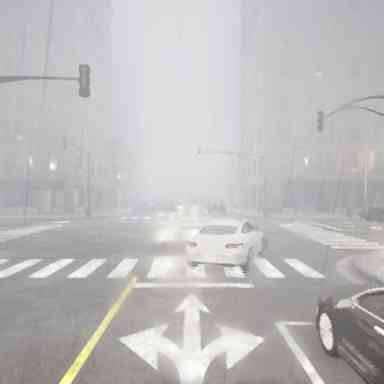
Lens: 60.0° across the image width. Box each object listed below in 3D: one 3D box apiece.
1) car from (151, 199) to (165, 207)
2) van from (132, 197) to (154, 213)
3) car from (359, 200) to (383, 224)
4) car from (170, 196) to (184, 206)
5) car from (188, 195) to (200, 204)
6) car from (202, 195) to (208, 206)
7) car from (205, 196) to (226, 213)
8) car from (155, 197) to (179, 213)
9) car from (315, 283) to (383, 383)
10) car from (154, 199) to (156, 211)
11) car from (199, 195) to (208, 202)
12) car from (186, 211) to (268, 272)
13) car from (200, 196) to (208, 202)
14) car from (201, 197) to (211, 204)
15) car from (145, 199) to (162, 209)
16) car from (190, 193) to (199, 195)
[{"bbox_3d":[-5.630,1.779,54.986,1.802,1.307,4.206,0,0,0],"label":"car"},{"bbox_3d":[-5.708,1.477,37.982,1.690,1.788,3.998,0,0,0],"label":"van"},{"bbox_3d":[15.825,1.327,25.280,5.566,2.045,2.150,0,0,0],"label":"car"},{"bbox_3d":[-2.749,1.821,61.569,1.895,1.301,4.718,0,0,0],"label":"car"},{"bbox_3d":[0.291,1.795,68.349,1.994,1.385,4.181,0,0,0],"label":"car"},{"bbox_3d":[2.869,1.617,49.283,1.967,1.590,4.097,0,0,0],"label":"car"},{"bbox_3d":[2.817,1.576,37.945,1.967,1.590,4.097,0,0,0],"label":"car"},{"bbox_3d":[-2.928,1.649,40.076,1.837,1.490,4.892,0,0,0],"label":"car"},{"bbox_3d":[2.668,1.563,3.295,2.008,1.369,4.403,0,0,0],"label":"car"},{"bbox_3d":[-5.682,1.597,43.650,1.967,1.590,4.097,0,0,0],"label":"car"},{"bbox_3d":[3.052,1.622,88.967,2.192,1.841,5.009,0,0,0],"label":"car"},{"bbox_3d":[1.246,1.567,10.944,1.812,1.442,4.674,-1,0,19],"label":"car"},{"bbox_3d":[3.026,1.730,83.298,1.967,1.590,4.097,0,0,0],"label":"car"},{"bbox_3d":[2.974,1.805,71.959,2.008,1.369,4.403,0,0,0],"label":"car"},{"bbox_3d":[-5.656,1.743,49.318,1.947,1.339,4.313,0,0,0],"label":"car"},{"bbox_3d":[0.336,1.332,78.384,2.150,2.045,5.566,0,0,0],"label":"car"}]
